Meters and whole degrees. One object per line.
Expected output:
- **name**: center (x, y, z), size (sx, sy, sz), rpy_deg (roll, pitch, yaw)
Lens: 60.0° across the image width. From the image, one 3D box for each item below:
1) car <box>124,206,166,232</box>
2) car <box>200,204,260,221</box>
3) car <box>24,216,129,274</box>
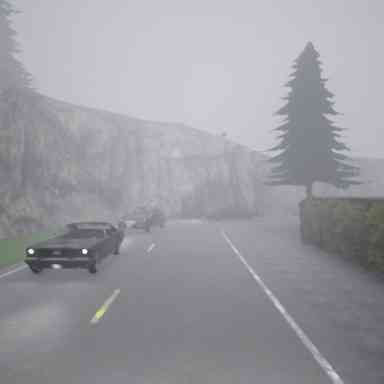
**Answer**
- **car**: center (-3.075, 1.670, 21.459), size (2.128, 1.511, 4.902), rpy_deg (0, 0, 12)
- **car**: center (3.442, 1.794, 29.625), size (5.357, 1.411, 2.033), rpy_deg (0, -1, -22)
- **car**: center (-3.604, 1.693, 11.072), size (1.895, 1.301, 4.718), rpy_deg (0, 0, 0)
